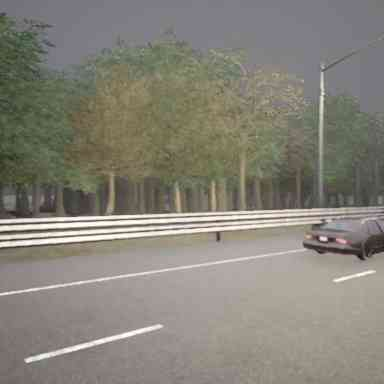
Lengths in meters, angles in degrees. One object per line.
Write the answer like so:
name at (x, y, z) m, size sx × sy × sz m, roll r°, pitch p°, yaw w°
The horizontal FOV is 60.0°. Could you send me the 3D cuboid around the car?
car at (6.548, 1.671, 12.819) m, size 5.357 × 1.411 × 2.033 m, roll 1°, pitch 0°, yaw -35°
